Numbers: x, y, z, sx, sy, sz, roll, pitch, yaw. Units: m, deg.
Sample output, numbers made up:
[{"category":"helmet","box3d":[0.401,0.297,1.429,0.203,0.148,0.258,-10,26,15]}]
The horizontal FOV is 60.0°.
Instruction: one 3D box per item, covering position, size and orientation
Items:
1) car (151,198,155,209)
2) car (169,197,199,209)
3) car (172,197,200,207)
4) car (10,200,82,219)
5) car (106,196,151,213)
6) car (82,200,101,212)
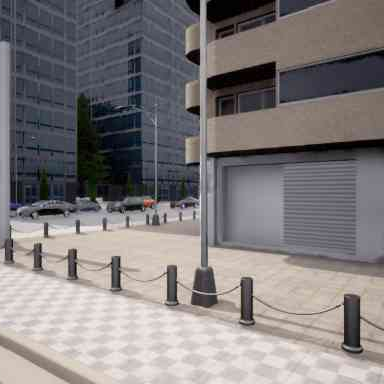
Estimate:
[{"category":"car","box3d":[-6.781,1.297,42.142,2.097,1.767,4.553,0,0,36]},{"category":"car","box3d":[-0.977,1.449,44.198,1.837,1.490,4.892,0,0,36]},{"category":"car","box3d":[-0.818,1.470,50.374,1.812,1.442,4.674,0,0,36]},{"category":"car","box3d":[-12.387,1.436,28.395,2.128,1.511,4.902,0,0,36]},{"category":"car","box3d":[-7.047,1.297,35.798,2.097,1.767,4.553,0,0,36]},{"category":"car","box3d":[-11.722,1.508,35.292,1.994,1.385,4.181,0,0,36]}]
